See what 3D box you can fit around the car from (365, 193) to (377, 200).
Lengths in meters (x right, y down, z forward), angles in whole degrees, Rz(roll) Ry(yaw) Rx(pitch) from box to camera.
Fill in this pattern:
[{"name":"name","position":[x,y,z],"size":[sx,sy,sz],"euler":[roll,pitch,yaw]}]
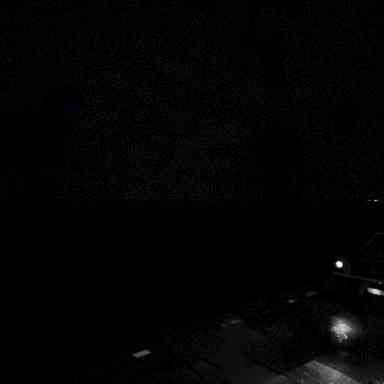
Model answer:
[{"name":"car","position":[41.508,1.029,77.085],"size":[1.882,1.535,5.008],"euler":[1,0,20]}]

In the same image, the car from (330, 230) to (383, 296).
[{"name":"car","position":[5.146,1.586,7.846],"size":[4.718,1.301,1.895],"euler":[0,0,-42]}]
